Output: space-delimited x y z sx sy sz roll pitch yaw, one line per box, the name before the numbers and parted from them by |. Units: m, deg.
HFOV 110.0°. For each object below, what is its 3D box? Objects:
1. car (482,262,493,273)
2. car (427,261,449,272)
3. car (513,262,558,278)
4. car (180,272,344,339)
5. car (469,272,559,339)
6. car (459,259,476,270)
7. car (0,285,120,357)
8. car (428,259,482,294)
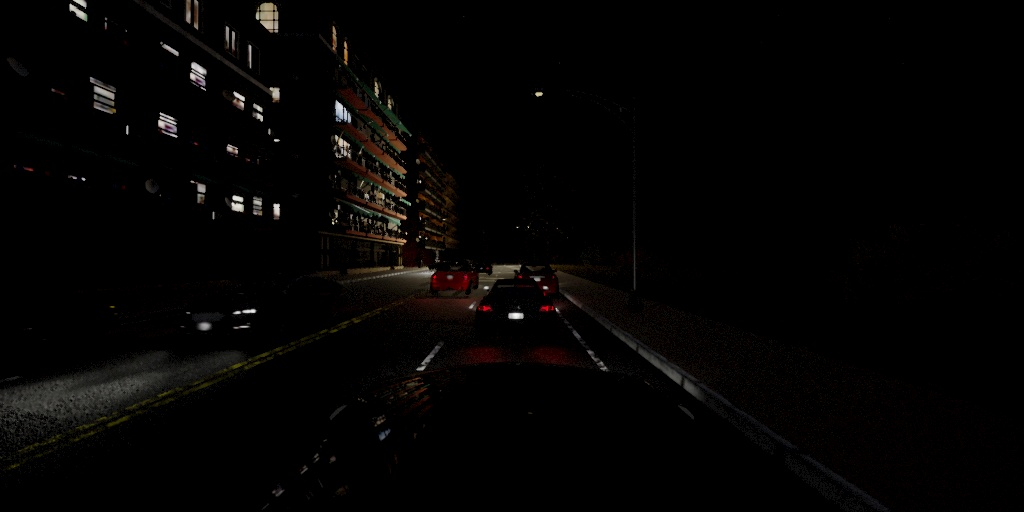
car | -3.085 1.302 39.056 2.033 1.411 5.357 0 0 0
car | -9.775 1.355 47.656 1.895 1.301 4.718 0 0 0
car | 1.164 1.104 18.636 2.097 1.767 4.553 0 0 0
car | -6.586 1.243 10.131 2.128 1.511 4.902 0 0 0
car | 0.108 1.316 10.057 1.994 1.385 4.181 0 0 1
car | -6.512 1.258 52.852 1.837 1.490 4.892 0 0 0
car | -9.843 1.277 6.215 1.812 1.442 4.674 0 0 0
car | -3.120 1.105 20.226 2.097 1.767 4.553 0 0 0
